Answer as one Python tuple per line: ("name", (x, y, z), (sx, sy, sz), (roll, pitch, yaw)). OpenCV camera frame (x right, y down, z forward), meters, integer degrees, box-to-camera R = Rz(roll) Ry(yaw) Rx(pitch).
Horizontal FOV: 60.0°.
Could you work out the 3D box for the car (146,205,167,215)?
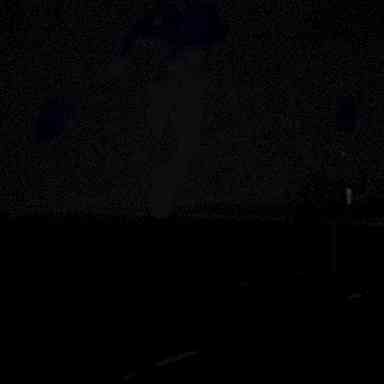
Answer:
("car", (-6.306, 3.100, 58.810), (2.097, 1.767, 4.553), (-3, 0, -36))
